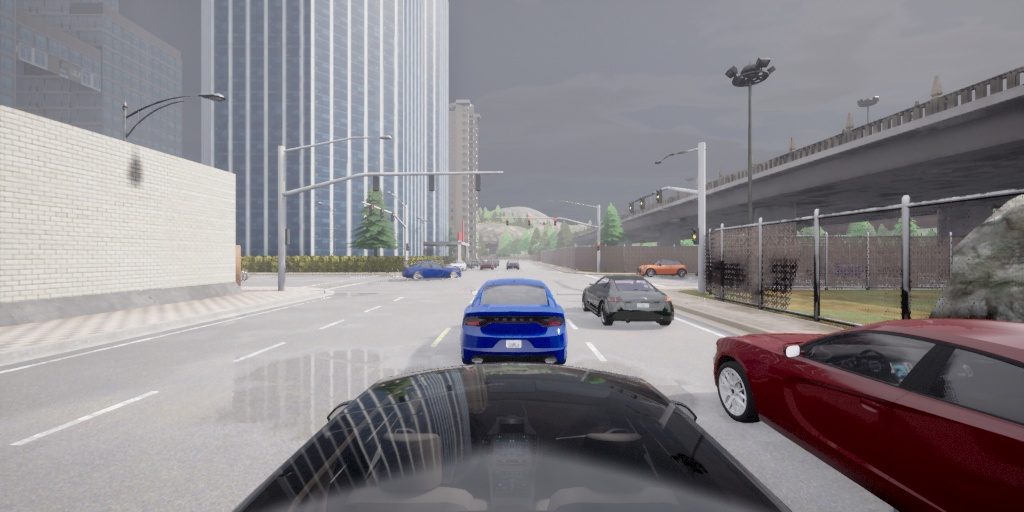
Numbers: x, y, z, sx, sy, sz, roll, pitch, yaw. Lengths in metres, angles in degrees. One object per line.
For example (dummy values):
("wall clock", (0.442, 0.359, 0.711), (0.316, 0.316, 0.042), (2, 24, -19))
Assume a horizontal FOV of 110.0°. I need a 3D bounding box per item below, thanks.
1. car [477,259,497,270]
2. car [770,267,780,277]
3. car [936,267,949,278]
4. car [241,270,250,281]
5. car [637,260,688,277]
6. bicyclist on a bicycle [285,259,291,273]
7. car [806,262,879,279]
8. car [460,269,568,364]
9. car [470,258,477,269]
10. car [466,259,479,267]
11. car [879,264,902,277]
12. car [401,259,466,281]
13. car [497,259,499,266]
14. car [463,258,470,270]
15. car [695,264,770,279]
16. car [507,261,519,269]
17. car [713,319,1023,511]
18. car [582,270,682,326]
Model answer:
("car", (-3.586, 1.351, 51.935), (1.895, 1.301, 4.718), (0, 0, 0))
("car", (23.738, 1.406, 35.533), (4.718, 1.301, 1.895), (0, 0, 0))
("car", (41.087, 1.283, 32.047), (5.008, 1.535, 1.882), (0, 0, 0))
("car", (-23.382, 1.331, 28.255), (4.674, 1.442, 1.812), (0, 0, 0))
("car", (14.757, 1.157, 35.515), (4.553, 1.767, 2.097), (0, 0, 0))
("bicyclist on a bicycle", (-25.301, 1.106, 40.213), (0.582, 1.620, 1.656), (0, 0, 0))
("car", (29.084, 1.283, 32.042), (5.008, 1.535, 1.882), (0, 0, 0))
("car", (0.053, 1.228, 8.090), (1.882, 1.535, 5.008), (0, 0, 1))
("car", (-7.086, 1.102, 56.176), (2.097, 1.767, 4.553), (0, 0, 0))
("car", (-7.059, 1.313, 64.908), (1.994, 1.385, 4.181), (0, 0, -1))
("car", (35.535, 1.406, 35.554), (4.718, 1.301, 1.895), (0, 0, 0))
("car", (-6.811, 1.258, 30.428), (5.008, 1.535, 1.882), (0, 1, -27))
("car", (-3.574, 1.351, 61.099), (1.895, 1.301, 4.718), (0, 0, 0))
("car", (-7.092, 1.276, 47.311), (1.812, 1.442, 4.674), (0, 0, 0))
("car", (19.395, 1.353, 32.025), (5.357, 1.411, 2.033), (0, 0, 0))
("car", (0.117, 1.350, 55.421), (1.895, 1.301, 4.718), (0, 0, 0))
("car", (3.601, 1.228, 2.757), (1.882, 1.535, 5.008), (0, 0, 0))
("car", (3.574, 1.314, 11.751), (1.994, 1.385, 4.181), (0, 0, 0))
